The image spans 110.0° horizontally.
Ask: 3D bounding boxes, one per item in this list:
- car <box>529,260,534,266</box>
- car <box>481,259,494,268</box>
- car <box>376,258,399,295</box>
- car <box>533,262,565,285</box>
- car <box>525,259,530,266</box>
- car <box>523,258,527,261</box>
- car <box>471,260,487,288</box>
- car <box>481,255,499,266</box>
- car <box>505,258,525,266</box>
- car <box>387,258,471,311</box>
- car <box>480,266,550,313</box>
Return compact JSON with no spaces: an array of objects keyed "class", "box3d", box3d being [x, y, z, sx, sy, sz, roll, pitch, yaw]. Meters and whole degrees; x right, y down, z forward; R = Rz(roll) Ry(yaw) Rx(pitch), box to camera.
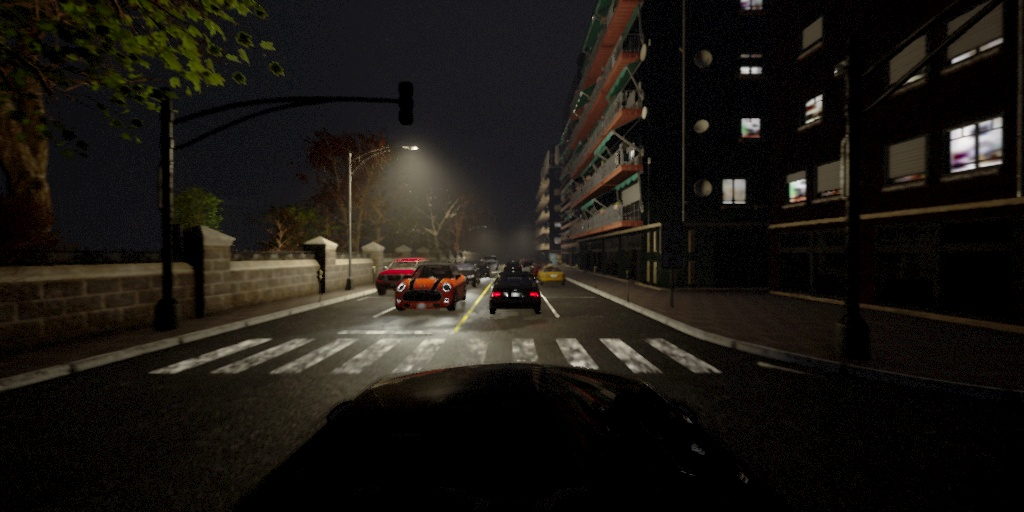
[{"class":"car","box3d":[2.698,1.257,30.709,1.888,1.381,4.507,0,0,0]},{"class":"car","box3d":[-3.071,1.273,34.210,1.994,1.385,4.181,0,0,1]},{"class":"car","box3d":[-5.685,1.039,19.640,2.192,1.841,5.009,0,0,0]},{"class":"car","box3d":[2.696,1.244,25.344,1.751,1.417,4.829,0,0,0]},{"class":"car","box3d":[2.699,1.257,36.244,2.007,1.370,4.403,0,0,0]},{"class":"car","box3d":[2.704,1.231,58.385,1.888,1.381,4.507,0,0,0]},{"class":"car","box3d":[-3.085,1.212,23.652,2.128,1.511,4.902,0,0,0]},{"class":"car","box3d":[-2.990,0.900,49.382,2.150,2.045,5.566,0,0,0]},{"class":"car","box3d":[0.108,1.266,40.821,1.994,1.385,4.181,0,0,0]},{"class":"car","box3d":[-3.068,1.084,14.332,2.097,1.767,4.553,0,0,0]},{"class":"car","box3d":[0.104,1.279,13.914,2.033,1.411,5.357,0,0,0]}]
